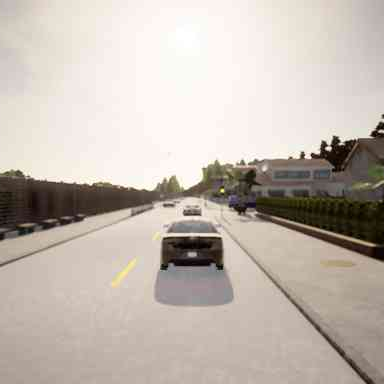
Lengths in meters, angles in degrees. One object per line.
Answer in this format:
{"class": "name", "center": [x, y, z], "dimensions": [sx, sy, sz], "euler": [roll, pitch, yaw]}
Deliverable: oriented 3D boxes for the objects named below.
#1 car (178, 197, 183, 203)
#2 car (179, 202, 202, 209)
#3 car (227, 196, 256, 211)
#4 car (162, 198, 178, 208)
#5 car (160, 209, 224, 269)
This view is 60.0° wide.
{"class": "car", "center": [-3.948, 2.229, 84.962], "dimensions": [2.033, 1.411, 5.357], "euler": [0, 0, 0]}
{"class": "car", "center": [0.025, 1.808, 31.888], "dimensions": [2.033, 1.411, 5.357], "euler": [0, 0, 0]}
{"class": "car", "center": [7.817, 1.557, 47.185], "dimensions": [5.566, 2.045, 2.150], "euler": [-1, 3, 3]}
{"class": "car", "center": [-3.965, 1.992, 57.549], "dimensions": [1.812, 1.442, 4.674], "euler": [0, -1, 0]}
{"class": "car", "center": [0.006, 1.572, 11.518], "dimensions": [1.882, 1.535, 5.008], "euler": [0, -1, 0]}
